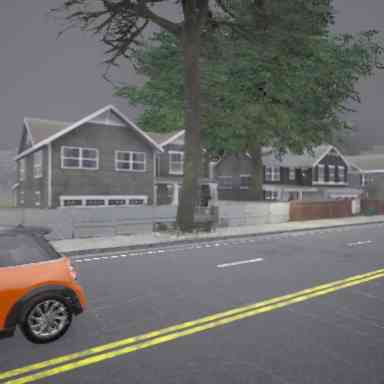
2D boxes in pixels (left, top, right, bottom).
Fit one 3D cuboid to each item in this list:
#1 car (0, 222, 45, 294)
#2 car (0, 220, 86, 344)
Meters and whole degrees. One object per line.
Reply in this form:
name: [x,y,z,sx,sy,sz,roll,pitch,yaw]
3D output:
car: [-5.788,1.563,7.543,4.181,1.385,1.994,0,0,-35]
car: [-4.029,1.350,4.806,4.553,1.767,2.097,0,0,-36]
